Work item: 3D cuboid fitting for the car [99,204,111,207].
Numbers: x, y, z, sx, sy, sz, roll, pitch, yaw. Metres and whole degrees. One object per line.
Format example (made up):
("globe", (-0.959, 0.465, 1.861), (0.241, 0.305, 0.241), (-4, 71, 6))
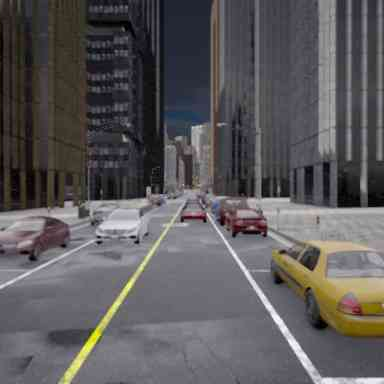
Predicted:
("car", (-5.764, 1.515, 23.161), (2.008, 1.369, 4.403), (0, 0, 0))

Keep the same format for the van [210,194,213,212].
("van", (2.779, 1.296, 28.667), (1.690, 1.788, 3.998), (0, 0, 0))

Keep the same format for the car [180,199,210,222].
("car", (0.111, 1.523, 25.981), (1.994, 1.385, 4.181), (0, 0, 0))

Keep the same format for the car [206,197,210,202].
("car", (2.781, 1.497, 34.193), (2.008, 1.369, 4.403), (0, 0, 0))

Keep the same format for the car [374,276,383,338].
("car", (2.774, 1.543, 1.040), (1.887, 1.381, 4.507), (0, 0, 0))

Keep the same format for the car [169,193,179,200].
("car", (-5.726, 1.195, 94.399), (2.192, 1.841, 5.009), (0, 0, 0))

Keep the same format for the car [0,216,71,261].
("car", (-5.770, 1.564, 12.111), (1.802, 1.307, 4.206), (0, 0, 0))

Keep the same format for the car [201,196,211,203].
("car", (2.789, 1.445, 67.345), (1.887, 1.381, 4.507), (0, 0, 0))

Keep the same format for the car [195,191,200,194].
("car", (2.799, 1.193, 94.385), (2.192, 1.841, 5.009), (0, 0, 0))

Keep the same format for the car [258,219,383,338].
("car", (2.775, 1.514, 6.735), (1.752, 1.417, 4.829), (0, 0, 0))

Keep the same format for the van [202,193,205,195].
("van", (2.784, 1.262, 50.768), (1.690, 1.788, 3.998), (0, 0, 0))

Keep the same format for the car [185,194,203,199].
("car", (0.119, 1.420, 45.595), (2.128, 1.511, 4.902), (0, 0, 0))

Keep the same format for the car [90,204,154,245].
("car", (-3.083, 1.502, 15.588), (1.812, 1.442, 4.674), (0, 0, 0))

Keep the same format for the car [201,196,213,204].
("car", (2.787, 1.457, 61.819), (2.008, 1.369, 4.403), (0, 0, 0))

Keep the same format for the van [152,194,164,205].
("van", (-5.744, 1.256, 56.310), (1.690, 1.788, 3.998), (0, 0, 0))

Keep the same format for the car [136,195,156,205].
("car", (-5.754, 1.465, 39.566), (1.752, 1.417, 4.829), (0, 0, 0))

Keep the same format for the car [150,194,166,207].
("car", (-5.748, 1.238, 50.785), (2.192, 1.841, 5.009), (0, 0, 0))

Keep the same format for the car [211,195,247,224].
("car", (2.778, 1.278, 23.141), (2.192, 1.841, 5.009), (0, 0, 0))

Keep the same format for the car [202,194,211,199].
("car", (2.783, 1.370, 45.244), (1.967, 1.590, 4.097), (0, 0, 0))

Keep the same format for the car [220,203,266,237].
("car", (2.777, 1.517, 17.616), (1.887, 1.381, 4.507), (0, 0, 0))
